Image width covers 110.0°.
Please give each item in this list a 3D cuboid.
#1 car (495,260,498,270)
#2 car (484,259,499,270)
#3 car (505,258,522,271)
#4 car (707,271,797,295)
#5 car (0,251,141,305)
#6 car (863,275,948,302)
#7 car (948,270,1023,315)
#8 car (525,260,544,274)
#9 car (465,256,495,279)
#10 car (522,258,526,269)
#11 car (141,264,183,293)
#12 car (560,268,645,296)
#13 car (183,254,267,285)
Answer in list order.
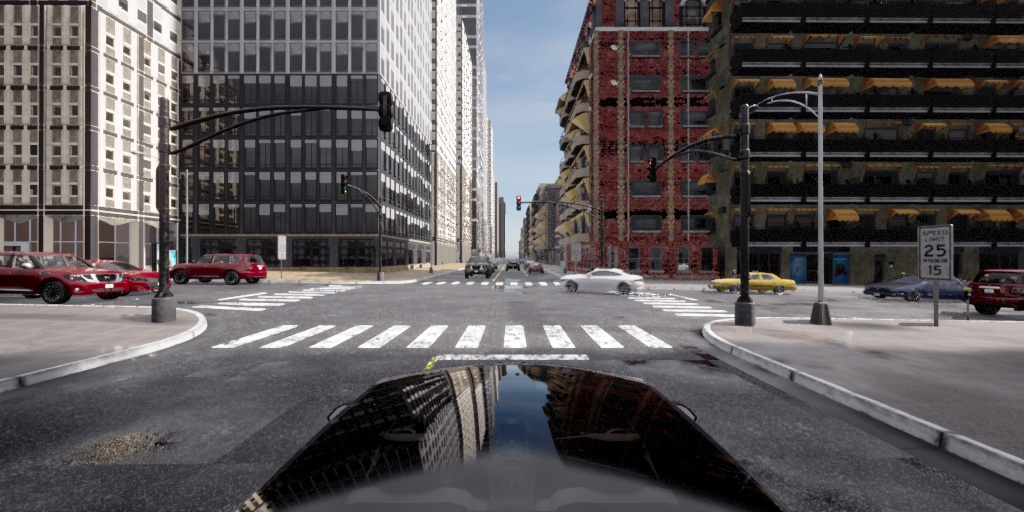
[{"bbox_3d":[-3.063,1.286,43.688,1.812,1.442,4.674,0,0,0],"label":"car"},{"bbox_3d":[-3.051,1.244,53.961,1.882,1.535,5.008,0,0,0],"label":"car"},{"bbox_3d":[0.135,1.268,50.207,1.837,1.490,4.892,0,0,0],"label":"car"},{"bbox_3d":[14.645,1.587,22.003,4.829,1.417,1.751,0,0,0],"label":"car"},{"bbox_3d":[-17.567,0.757,13.365,5.009,1.841,2.192,0,0,0],"label":"car"},{"bbox_3d":[22.475,1.742,19.474,5.357,1.411,2.033,1,0,0],"label":"car"},{"bbox_3d":[20.607,1.461,13.703,5.009,1.841,2.192,0,0,0],"label":"car"},{"bbox_3d":[2.770,1.341,41.709,1.802,1.307,4.207,0,0,0],"label":"car"},{"bbox_3d":[-3.077,0.977,33.614,2.150,2.045,5.566,0,0,0],"label":"car"},{"bbox_3d":[2.729,1.317,54.626,2.007,1.370,4.403,0,0,0],"label":"car"},{"bbox_3d":[-18.151,0.916,15.951,5.008,1.535,1.882,1,0,0],"label":"car"},{"bbox_3d":[5.148,1.405,20.621,4.674,1.442,1.812,1,0,20],"label":"car"},{"bbox_3d":[-17.695,0.776,21.744,5.009,1.841,2.192,0,0,0],"label":"car"}]
